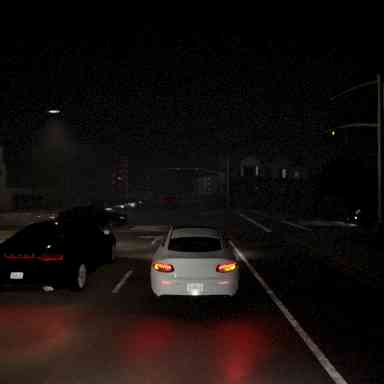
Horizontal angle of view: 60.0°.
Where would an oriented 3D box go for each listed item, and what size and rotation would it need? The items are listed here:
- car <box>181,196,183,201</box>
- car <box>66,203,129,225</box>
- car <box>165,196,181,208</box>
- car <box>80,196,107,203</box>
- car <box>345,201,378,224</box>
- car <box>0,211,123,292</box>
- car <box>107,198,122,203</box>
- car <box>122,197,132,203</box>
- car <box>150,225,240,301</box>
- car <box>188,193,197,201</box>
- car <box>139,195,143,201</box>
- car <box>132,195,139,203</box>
[{"bbox_3d":[-3.478,1.738,90.984,2.128,1.511,4.902,0,-1,0],"label":"car"},{"bbox_3d":[-6.531,1.642,22.001,4.674,1.442,1.812,0,0,0],"label":"car"},{"bbox_3d":[-3.379,1.658,55.893,2.150,2.045,5.566,0,0,0],"label":"car"},{"bbox_3d":[-14.085,1.606,46.906,2.150,2.045,5.566,0,-1,0],"label":"car"},{"bbox_3d":[14.255,1.491,25.542,4.553,1.767,2.097,0,-1,0],"label":"car"},{"bbox_3d":[-3.427,1.498,9.011,1.882,1.535,5.008,0,0,0],"label":"car"},{"bbox_3d":[-14.067,1.920,56.750,2.128,1.511,4.902,0,0,0],"label":"car"},{"bbox_3d":[-13.995,1.912,66.523,2.033,1.411,5.357,0,1,1],"label":"car"},{"bbox_3d":[0.069,1.540,8.224,1.812,1.442,4.674,0,0,0],"label":"car"},{"bbox_3d":[0.022,1.417,89.352,2.150,2.045,5.566,0,-1,0],"label":"car"},{"bbox_3d":[-13.979,1.540,86.683,2.097,1.767,4.553,0,0,0],"label":"car"},{"bbox_3d":[-13.981,1.824,76.387,1.895,1.301,4.718,0,1,0],"label":"car"}]
